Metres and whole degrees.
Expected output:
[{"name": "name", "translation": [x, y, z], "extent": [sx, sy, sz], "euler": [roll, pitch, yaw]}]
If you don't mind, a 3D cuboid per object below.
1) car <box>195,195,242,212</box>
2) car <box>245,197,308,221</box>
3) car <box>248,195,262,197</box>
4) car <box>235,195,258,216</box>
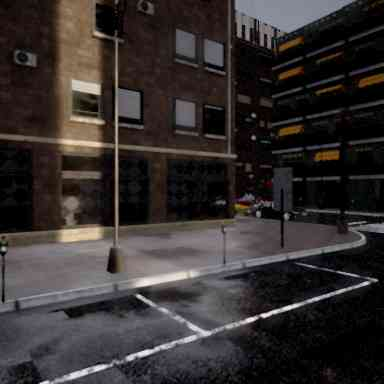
[{"name": "car", "translation": [2.606, 1.127, 33.779], "extent": [2.128, 1.511, 4.902], "euler": [0, 1, -36]}, {"name": "car", "translation": [6.341, 1.324, 24.281], "extent": [2.008, 1.369, 4.403], "euler": [1, 0, -36]}, {"name": "car", "translation": [6.570, 1.060, 38.189], "extent": [1.967, 1.590, 4.097], "euler": [1, 0, -36]}, {"name": "car", "translation": [3.161, 1.223, 28.641], "extent": [1.752, 1.417, 4.829], "euler": [1, 0, -36]}]
